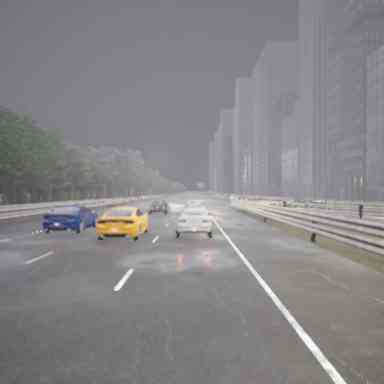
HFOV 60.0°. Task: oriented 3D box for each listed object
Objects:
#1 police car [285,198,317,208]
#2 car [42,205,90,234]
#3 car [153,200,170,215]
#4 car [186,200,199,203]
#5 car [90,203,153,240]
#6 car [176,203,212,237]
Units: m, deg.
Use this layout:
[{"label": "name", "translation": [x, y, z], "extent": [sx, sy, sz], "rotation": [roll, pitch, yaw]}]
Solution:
[{"label": "police car", "translation": [13.067, 1.564, 40.561], "extent": [1.930, 1.638, 5.238], "rotation": [0, 0, -16]}, {"label": "car", "translation": [-6.898, 1.503, 19.441], "extent": [1.882, 1.535, 5.008], "rotation": [0, 0, 0]}, {"label": "car", "translation": [-3.397, 1.600, 35.269], "extent": [2.033, 1.411, 5.357], "rotation": [0, 0, 0]}, {"label": "car", "translation": [0.104, 1.581, 36.630], "extent": [1.812, 1.442, 4.674], "rotation": [0, 0, 0]}, {"label": "car", "translation": [-3.399, 1.499, 17.070], "extent": [1.882, 1.535, 5.008], "rotation": [0, 0, 0]}, {"label": "car", "translation": [0.094, 1.548, 18.111], "extent": [1.812, 1.442, 4.674], "rotation": [0, 0, 0]}]
